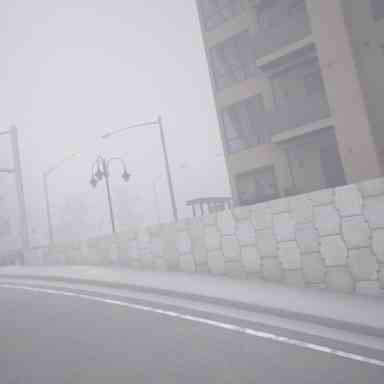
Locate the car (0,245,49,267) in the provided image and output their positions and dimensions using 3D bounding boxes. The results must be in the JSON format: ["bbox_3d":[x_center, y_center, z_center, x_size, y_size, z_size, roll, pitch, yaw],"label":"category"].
[{"bbox_3d":[-14.642,5.693,29.941,1.837,1.490,4.892,-15,-8,35],"label":"car"}]
